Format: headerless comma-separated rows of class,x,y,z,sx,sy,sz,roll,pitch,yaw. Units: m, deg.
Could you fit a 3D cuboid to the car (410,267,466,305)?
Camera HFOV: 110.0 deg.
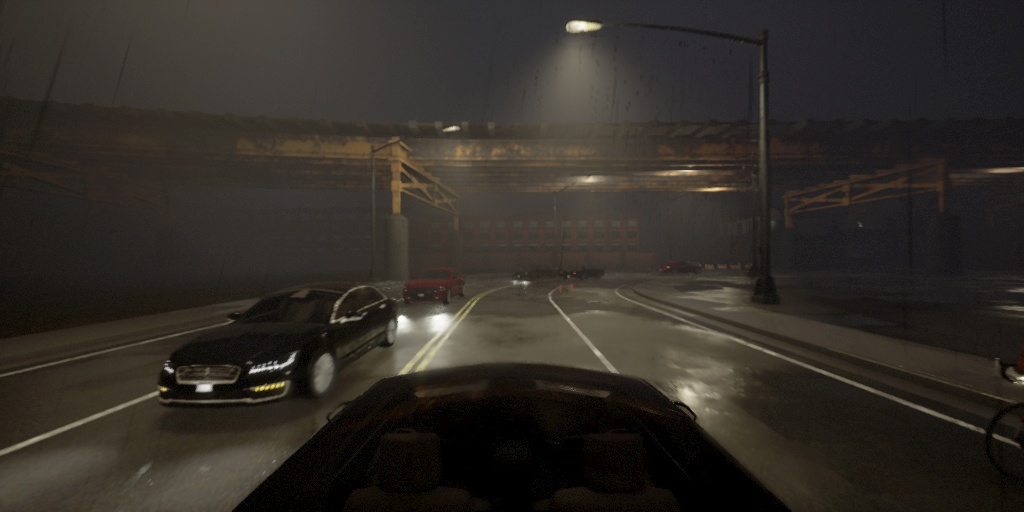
car,-3.429,1.275,16.649,1.882,1.535,5.008,0,0,4

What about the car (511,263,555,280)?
car,2.247,1.333,31.848,2.033,1.411,5.357,0,0,40

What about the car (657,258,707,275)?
car,17.413,1.223,37.328,4.674,1.442,1.812,0,0,-16

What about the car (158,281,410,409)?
car,-3.573,1.286,6.600,1.837,1.490,4.892,0,0,0

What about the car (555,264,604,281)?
car,6.008,1.360,30.471,1.895,1.301,4.718,0,0,42

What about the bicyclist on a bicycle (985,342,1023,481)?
bicyclist on a bicycle,4.897,1.143,3.089,1.656,1.620,0.582,0,0,0
